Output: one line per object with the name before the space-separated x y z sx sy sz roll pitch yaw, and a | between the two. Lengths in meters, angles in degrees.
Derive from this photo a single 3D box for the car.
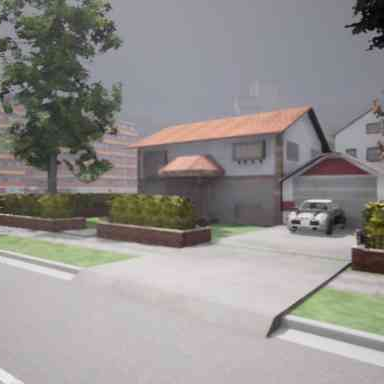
car | 6.047 1.140 16.049 1.970 1.475 3.806 0 0 37
